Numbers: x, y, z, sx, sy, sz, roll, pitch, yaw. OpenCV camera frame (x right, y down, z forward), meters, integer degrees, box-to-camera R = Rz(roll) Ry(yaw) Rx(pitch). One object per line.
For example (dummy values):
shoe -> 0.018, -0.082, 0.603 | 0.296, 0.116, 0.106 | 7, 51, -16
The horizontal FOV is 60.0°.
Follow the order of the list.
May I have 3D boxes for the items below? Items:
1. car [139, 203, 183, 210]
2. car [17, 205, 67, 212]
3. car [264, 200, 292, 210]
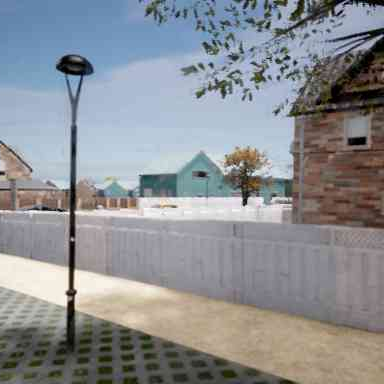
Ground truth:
car -> -2.819, 1.765, 31.108 | 5.008, 1.535, 1.882 | 0, 1, -41
car -> -11.064, 1.684, 23.091 | 1.837, 1.490, 4.892 | 2, 1, 43
car -> 10.864, 1.759, 41.067 | 4.553, 1.767, 2.097 | 0, 1, -31
